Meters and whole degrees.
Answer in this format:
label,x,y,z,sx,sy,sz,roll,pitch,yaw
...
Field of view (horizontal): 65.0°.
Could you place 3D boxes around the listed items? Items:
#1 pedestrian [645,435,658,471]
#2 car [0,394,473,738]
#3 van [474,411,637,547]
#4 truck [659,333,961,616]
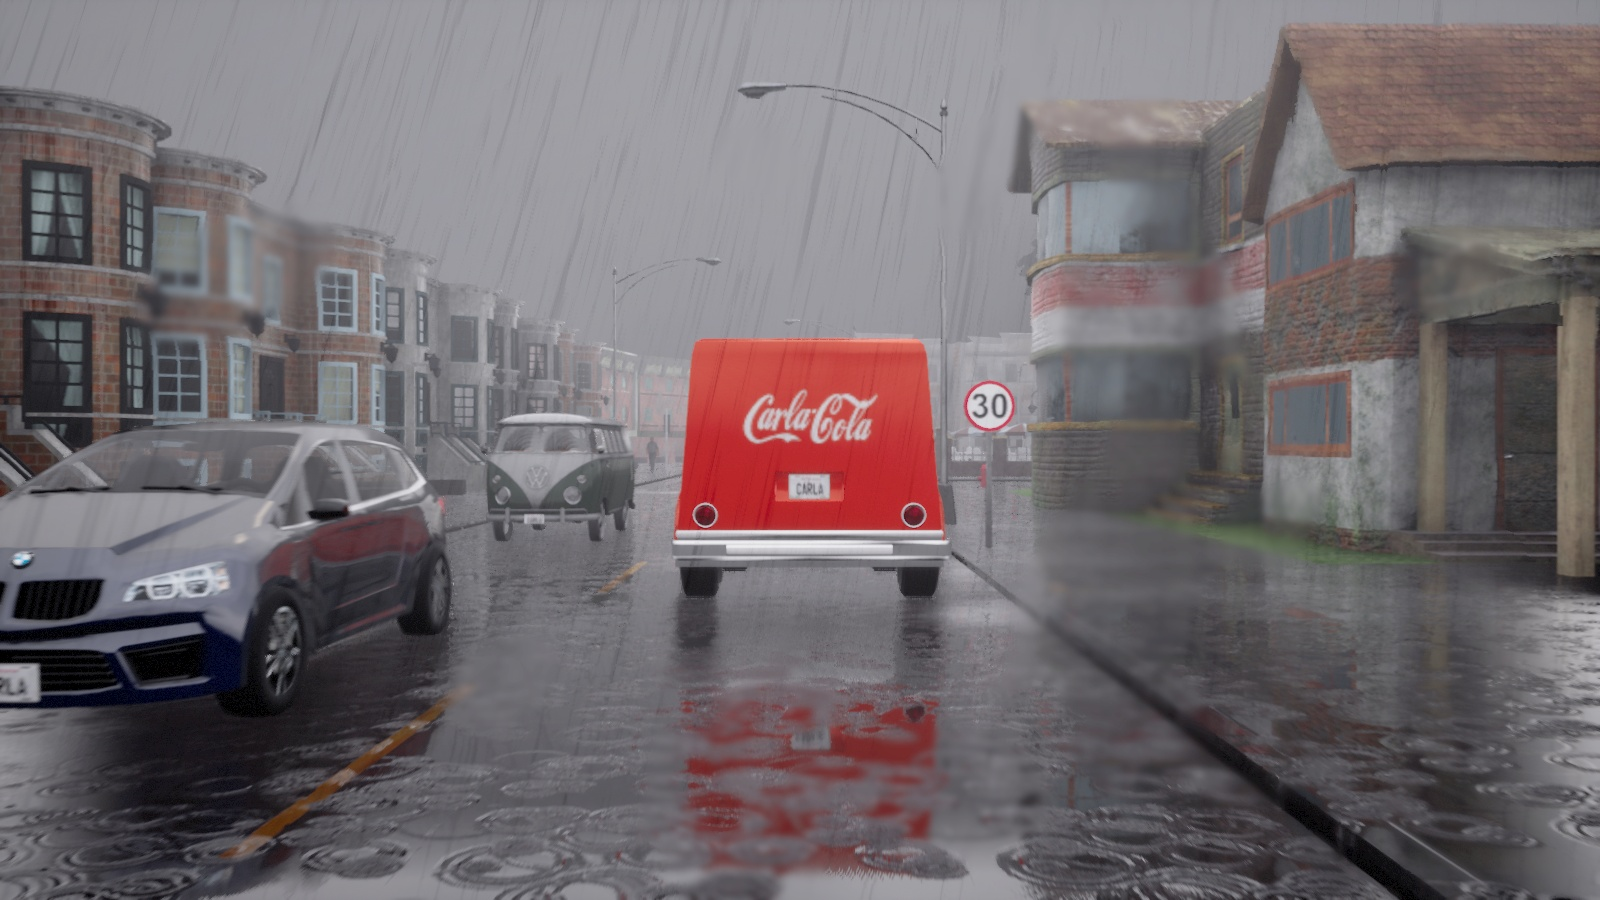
label,x,y,z,sx,sy,sz,roll,pitch,yaw
pedestrian,-7.616,0.162,64.539,0.540,1.848,0.694,0,0,3
car,-3.929,0.553,8.410,2.242,1.667,4.611,0,0,0
van,-3.852,0.412,20.558,1.775,1.987,4.442,0,0,0
truck,0.102,0.204,13.558,2.627,2.467,5.204,0,0,0
